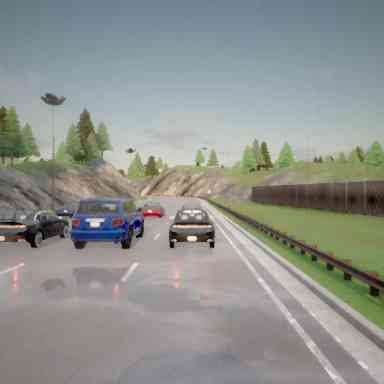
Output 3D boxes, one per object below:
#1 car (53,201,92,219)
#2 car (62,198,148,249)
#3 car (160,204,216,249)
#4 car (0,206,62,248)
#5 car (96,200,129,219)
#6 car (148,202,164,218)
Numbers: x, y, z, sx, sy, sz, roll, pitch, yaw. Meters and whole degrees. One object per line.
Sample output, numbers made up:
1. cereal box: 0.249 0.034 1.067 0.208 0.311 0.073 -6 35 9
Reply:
1. car: -10.500 1.572 29.650 1.994 1.385 4.181 0 0 0
2. car: -3.500 1.258 14.680 2.150 2.045 5.566 0 0 0
3. car: 0.000 1.495 14.650 2.128 1.511 4.902 0 0 0
4. car: -7.000 1.495 14.650 2.128 1.511 4.902 0 0 0
5. car: -7.000 1.533 29.650 1.812 1.442 4.674 0 0 0
6. car: -3.500 1.572 29.650 1.994 1.385 4.181 0 0 0
